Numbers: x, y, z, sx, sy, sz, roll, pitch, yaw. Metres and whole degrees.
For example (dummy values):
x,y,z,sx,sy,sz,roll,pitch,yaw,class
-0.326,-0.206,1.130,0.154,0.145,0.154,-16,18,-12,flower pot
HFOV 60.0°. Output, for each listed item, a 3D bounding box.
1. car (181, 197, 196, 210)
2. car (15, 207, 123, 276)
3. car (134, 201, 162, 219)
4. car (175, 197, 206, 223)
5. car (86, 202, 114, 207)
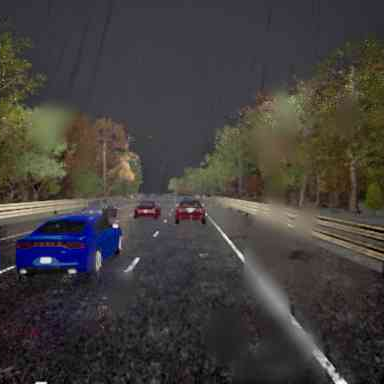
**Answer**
x,y,z,sx,sy,sz,roll,pitch,yaw,class
-0.536,1.405,42.406,1.812,1.442,4.674,0,0,-1,car
-3.457,1.447,10.297,1.882,1.535,5.008,0,0,0,car
-3.708,1.482,28.339,1.994,1.385,4.181,0,0,-1,car
-0.138,1.280,24.622,2.097,1.767,4.553,0,0,-1,car
-7.155,1.473,26.044,2.033,1.411,5.357,0,0,-1,car
